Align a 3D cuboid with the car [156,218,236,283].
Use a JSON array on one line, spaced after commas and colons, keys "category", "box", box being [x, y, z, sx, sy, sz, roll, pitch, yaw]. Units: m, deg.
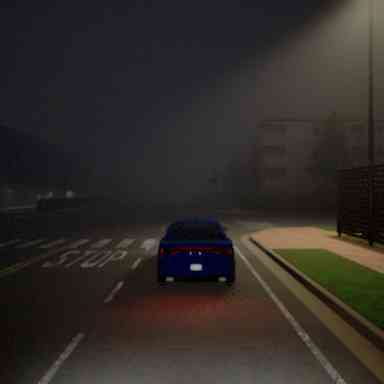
[{"category": "car", "box": [0.104, 1.479, 9.676, 1.882, 1.535, 5.008, 0, 0, 0]}]
